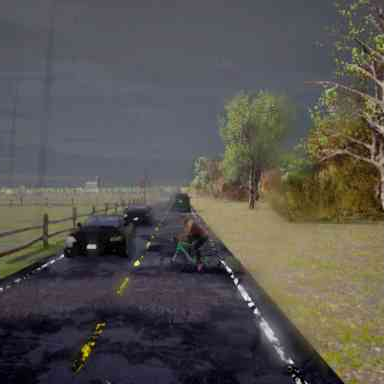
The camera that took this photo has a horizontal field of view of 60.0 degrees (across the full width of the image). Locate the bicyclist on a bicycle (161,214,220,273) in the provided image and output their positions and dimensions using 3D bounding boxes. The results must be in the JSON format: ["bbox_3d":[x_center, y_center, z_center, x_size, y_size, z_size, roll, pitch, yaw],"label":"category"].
[{"bbox_3d":[-0.034,1.446,9.166,1.656,1.620,0.582,0,0,-2],"label":"bicyclist on a bicycle"}]

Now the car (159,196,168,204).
[{"bbox_3d":[-5.140,1.469,62.696,1.895,1.301,4.718,0,0,-2],"label":"car"}]

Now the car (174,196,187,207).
[{"bbox_3d":[-1.747,1.383,49.852,1.882,1.535,5.008,0,0,-2],"label":"car"}]

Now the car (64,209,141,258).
[{"bbox_3d":[-3.274,1.554,12.538,1.994,1.385,4.181,0,0,-3],"label":"car"}]

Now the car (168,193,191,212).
[{"bbox_3d":[-1.314,1.155,38.512,2.150,2.045,5.566,0,0,-2],"label":"car"}]

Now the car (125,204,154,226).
[{"bbox_3d":[-3.681,1.537,23.227,1.994,1.385,4.181,0,0,-3],"label":"car"}]
